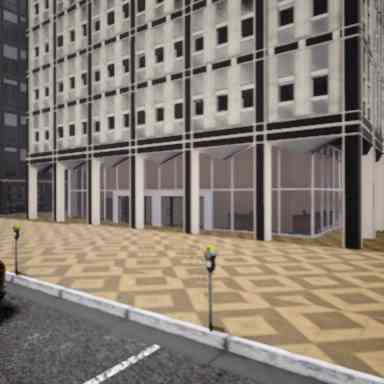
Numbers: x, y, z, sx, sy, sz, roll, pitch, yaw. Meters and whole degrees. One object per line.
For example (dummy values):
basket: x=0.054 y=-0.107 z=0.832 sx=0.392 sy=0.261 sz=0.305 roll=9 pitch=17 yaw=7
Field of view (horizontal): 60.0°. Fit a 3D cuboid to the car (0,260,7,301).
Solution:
car: x=-5.451 y=1.544 z=6.770 sx=4.313 sy=1.339 sz=1.947 roll=0 pitch=0 yaw=36
